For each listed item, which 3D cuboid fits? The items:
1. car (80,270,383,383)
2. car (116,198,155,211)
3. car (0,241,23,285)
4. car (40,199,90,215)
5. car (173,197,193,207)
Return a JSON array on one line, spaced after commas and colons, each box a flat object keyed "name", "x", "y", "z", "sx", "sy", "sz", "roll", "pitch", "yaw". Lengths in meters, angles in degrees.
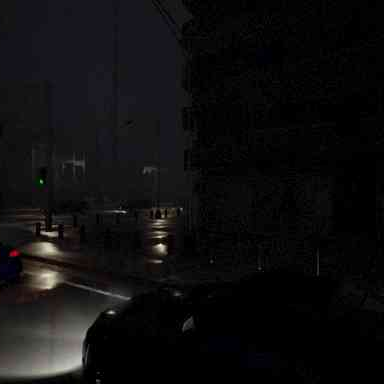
[{"name": "car", "x": 0.761, "y": 1.564, "z": 3.448, "sx": 4.181, "sy": 1.385, "sz": 1.994, "roll": 0, "pitch": 0, "yaw": 36}, {"name": "car", "x": -6.824, "y": 1.492, "z": 41.052, "sx": 2.033, "sy": 1.411, "sz": 5.357, "roll": 0, "pitch": 0, "yaw": 36}, {"name": "car", "x": -6.091, "y": 1.564, "z": 8.317, "sx": 4.181, "sy": 1.385, "sz": 1.994, "roll": 0, "pitch": 0, "yaw": 36}, {"name": "car", "x": -12.553, "y": 1.449, "z": 33.120, "sx": 1.837, "sy": 1.490, "sz": 4.892, "roll": 0, "pitch": 0, "yaw": 36}, {"name": "car", "x": -0.769, "y": 1.449, "z": 49.409, "sx": 1.837, "sy": 1.490, "sz": 4.892, "roll": 0, "pitch": 0, "yaw": 36}]
